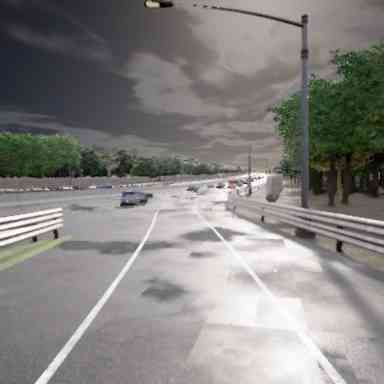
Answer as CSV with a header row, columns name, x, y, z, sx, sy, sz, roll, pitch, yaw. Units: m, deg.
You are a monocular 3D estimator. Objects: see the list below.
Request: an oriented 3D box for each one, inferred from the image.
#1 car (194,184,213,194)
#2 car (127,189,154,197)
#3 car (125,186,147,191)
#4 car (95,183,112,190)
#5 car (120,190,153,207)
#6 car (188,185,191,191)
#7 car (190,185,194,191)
name,x,y,z,sx,sy,sz,roll,pitch,yaw
car,2.371,-0.292,69.275,1.812,1.442,4.674,1,2,16
car,-7.253,0.541,48.755,1.895,1.301,4.718,1,2,16
car,-9.508,0.236,53.511,1.882,1.535,5.008,1,2,16
car,-22.367,-1.197,84.512,2.150,2.045,5.566,1,2,16
car,-6.575,0.888,38.563,1.994,1.385,4.181,1,2,16
car,0.477,-1.174,88.006,2.097,1.767,4.553,1,2,16
car,1.874,-0.689,80.181,2.033,1.411,5.357,1,2,16
